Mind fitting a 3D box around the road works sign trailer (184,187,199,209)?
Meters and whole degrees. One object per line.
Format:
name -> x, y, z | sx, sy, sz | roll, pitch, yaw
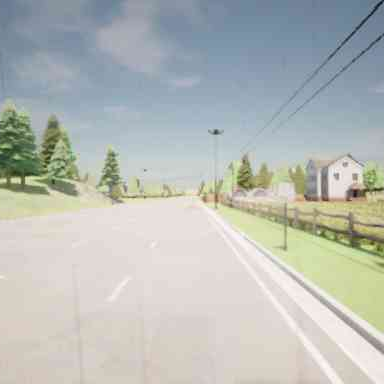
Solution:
road works sign trailer -> -0.008, 1.013, 56.288 | 2.380, 3.560, 2.880 | 0, -1, 0
